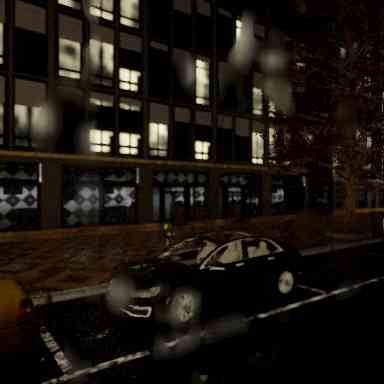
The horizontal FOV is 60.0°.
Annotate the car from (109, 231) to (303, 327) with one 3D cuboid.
[{"bbox_3d":[0.490,1.537,6.906,4.403,1.369,2.008,0,0,-36],"label":"car"}]

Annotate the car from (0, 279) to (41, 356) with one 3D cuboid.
[{"bbox_3d":[-4.283,1.530,3.501,4.829,1.417,1.752,0,0,-36],"label":"car"}]
